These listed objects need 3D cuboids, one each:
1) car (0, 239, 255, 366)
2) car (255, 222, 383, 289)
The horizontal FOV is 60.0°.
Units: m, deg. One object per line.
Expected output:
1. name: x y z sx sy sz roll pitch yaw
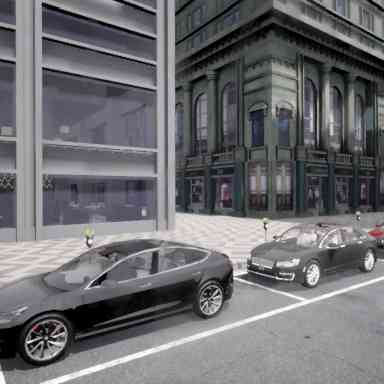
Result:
1. car: -1.178 1.566 5.818 4.313 1.339 1.947 0 0 -36
2. car: 3.403 1.551 9.101 4.403 1.369 2.008 0 0 -36
